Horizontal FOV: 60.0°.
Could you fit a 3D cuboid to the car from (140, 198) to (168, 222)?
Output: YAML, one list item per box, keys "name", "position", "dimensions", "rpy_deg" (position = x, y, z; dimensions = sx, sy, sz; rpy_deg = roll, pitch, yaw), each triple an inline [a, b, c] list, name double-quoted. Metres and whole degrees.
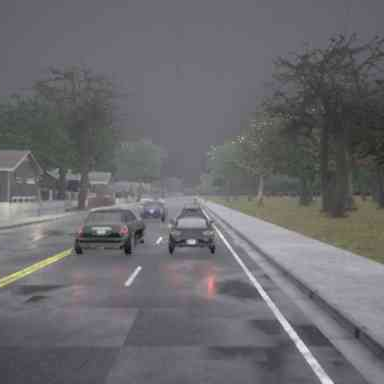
- name: "car"
  position: [-3.253, 1.619, 29.070]
  dimensions: [2.097, 1.767, 4.553]
  rpy_deg: [0, -1, 0]

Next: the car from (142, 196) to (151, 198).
- name: "car"
  position: [-9.762, 1.873, 70.974]
  dimensions: [2.150, 2.045, 5.566]
  rpy_deg: [0, -1, 0]

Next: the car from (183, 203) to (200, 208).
- name: "car"
  position: [-0.001, 1.779, 29.303]
  dimensions: [1.837, 1.490, 4.892]
  rpy_deg: [0, 0, 0]

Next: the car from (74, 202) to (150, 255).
- name: "car"
  position: [-3.252, 1.481, 14.070]
  dimensions: [2.097, 1.767, 4.553]
  rpy_deg: [0, -1, 0]

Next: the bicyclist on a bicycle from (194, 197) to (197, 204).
- name: "bicyclist on a bicycle"
  position: [0.876, 2.247, 88.176]
  dimensions: [0.866, 1.612, 1.509]
  rpy_deg: [0, -1, 0]

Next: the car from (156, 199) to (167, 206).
- name: "car"
  position: [-6.512, 2.173, 71.001]
  dimensions: [1.812, 1.442, 4.674]
  rpy_deg: [0, -1, 0]

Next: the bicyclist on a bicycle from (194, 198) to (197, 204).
- name: "bicyclist on a bicycle"
  position: [0.882, 2.178, 79.178]
  dimensions: [0.582, 1.620, 1.656]
  rpy_deg: [0, -1, 0]

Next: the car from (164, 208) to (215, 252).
- name: "car"
  position: [0.002, 1.660, 14.363]
  dimensions: [1.812, 1.442, 4.674]
  rpy_deg: [0, 0, 0]
